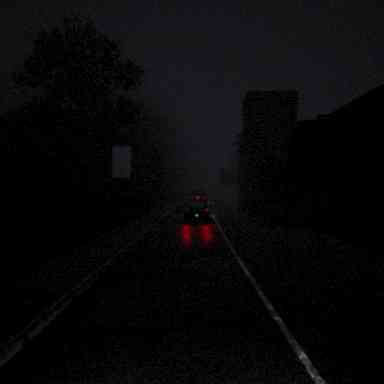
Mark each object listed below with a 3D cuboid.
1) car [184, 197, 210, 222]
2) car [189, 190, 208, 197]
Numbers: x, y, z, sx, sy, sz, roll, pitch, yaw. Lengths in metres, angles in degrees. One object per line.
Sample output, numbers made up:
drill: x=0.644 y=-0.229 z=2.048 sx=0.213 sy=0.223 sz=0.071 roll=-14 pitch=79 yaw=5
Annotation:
car: x=0.364 y=1.346 z=24.848 sx=1.812 sy=1.442 sz=4.674 roll=0 pitch=1 yaw=1
car: x=0.841 y=0.732 z=42.978 sx=2.150 sy=2.045 sz=5.566 roll=0 pitch=1 yaw=2
